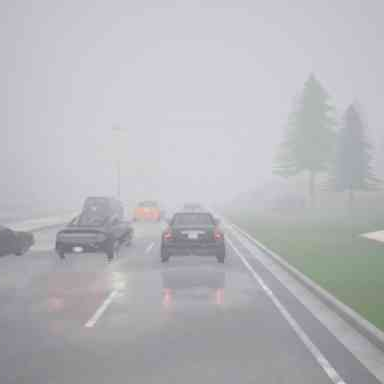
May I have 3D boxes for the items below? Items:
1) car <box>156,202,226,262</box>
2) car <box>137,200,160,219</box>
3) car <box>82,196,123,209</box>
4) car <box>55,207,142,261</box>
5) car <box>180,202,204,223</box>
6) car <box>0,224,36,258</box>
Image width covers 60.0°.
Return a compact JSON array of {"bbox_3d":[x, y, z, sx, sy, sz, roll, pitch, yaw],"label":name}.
[{"bbox_3d":[0.045,1.407,12.479,2.097,1.767,4.553,0,0,0],"label":"car"},{"bbox_3d":[-3.455,1.472,27.481,2.097,1.767,4.553,0,0,0],"label":"car"},{"bbox_3d":[-6.966,1.339,26.420,2.150,2.045,5.566,0,0,0],"label":"car"},{"bbox_3d":[-3.456,1.547,12.555,2.128,1.511,4.902,0,0,0],"label":"car"},{"bbox_3d":[0.044,1.628,27.594,1.837,1.490,4.892,0,0,0],"label":"car"},{"bbox_3d":[-6.974,1.594,10.389,2.033,1.411,5.357,0,0,1],"label":"car"}]
